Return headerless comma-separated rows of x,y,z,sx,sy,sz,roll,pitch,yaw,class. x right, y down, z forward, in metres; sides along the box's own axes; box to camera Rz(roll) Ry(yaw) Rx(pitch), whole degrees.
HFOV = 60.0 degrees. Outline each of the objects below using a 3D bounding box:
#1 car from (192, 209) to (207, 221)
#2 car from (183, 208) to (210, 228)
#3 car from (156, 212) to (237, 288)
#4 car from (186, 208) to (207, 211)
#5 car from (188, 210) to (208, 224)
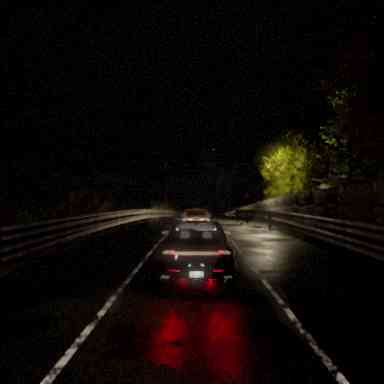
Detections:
1.052,3.048,44.245,1.882,1.535,5.008,0,-4,4,car
0.391,2.084,27.913,2.128,1.511,4.902,0,-3,1,car
0.120,1.532,9.340,2.128,1.511,4.902,0,-1,1,car
0.271,1.812,21.630,1.882,1.535,5.008,0,-2,1,car
0.667,2.538,34.426,1.895,1.301,4.718,0,-3,2,car
